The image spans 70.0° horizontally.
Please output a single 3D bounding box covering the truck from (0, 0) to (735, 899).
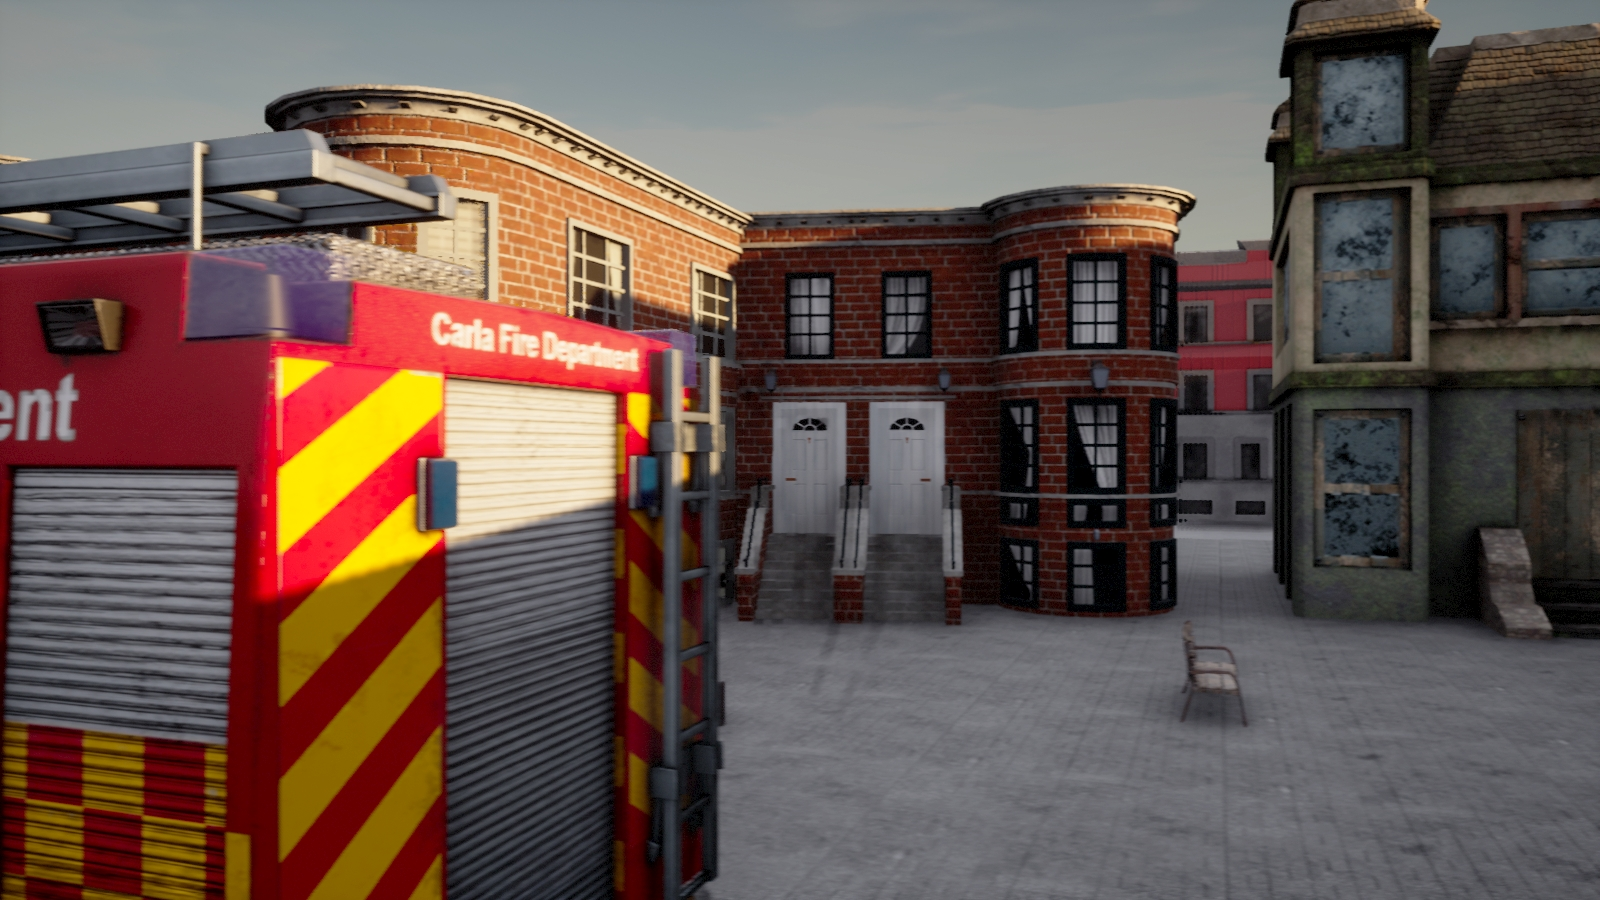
[{"bbox_3d":[-4.792,0.670,5.626,8.468,3.827,2.891,0,0,20],"label":"truck"}]
